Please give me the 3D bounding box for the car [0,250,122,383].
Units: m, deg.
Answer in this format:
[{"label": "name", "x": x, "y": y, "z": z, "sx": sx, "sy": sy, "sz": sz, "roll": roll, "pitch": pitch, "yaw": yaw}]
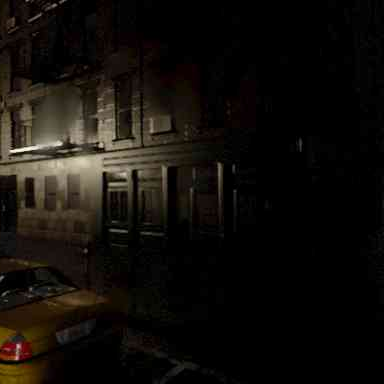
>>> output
[{"label": "car", "x": -3.195, "y": 1.584, "z": 5.119, "sx": 4.829, "sy": 1.417, "sz": 1.752, "roll": -1, "pitch": 0, "yaw": 35}]
